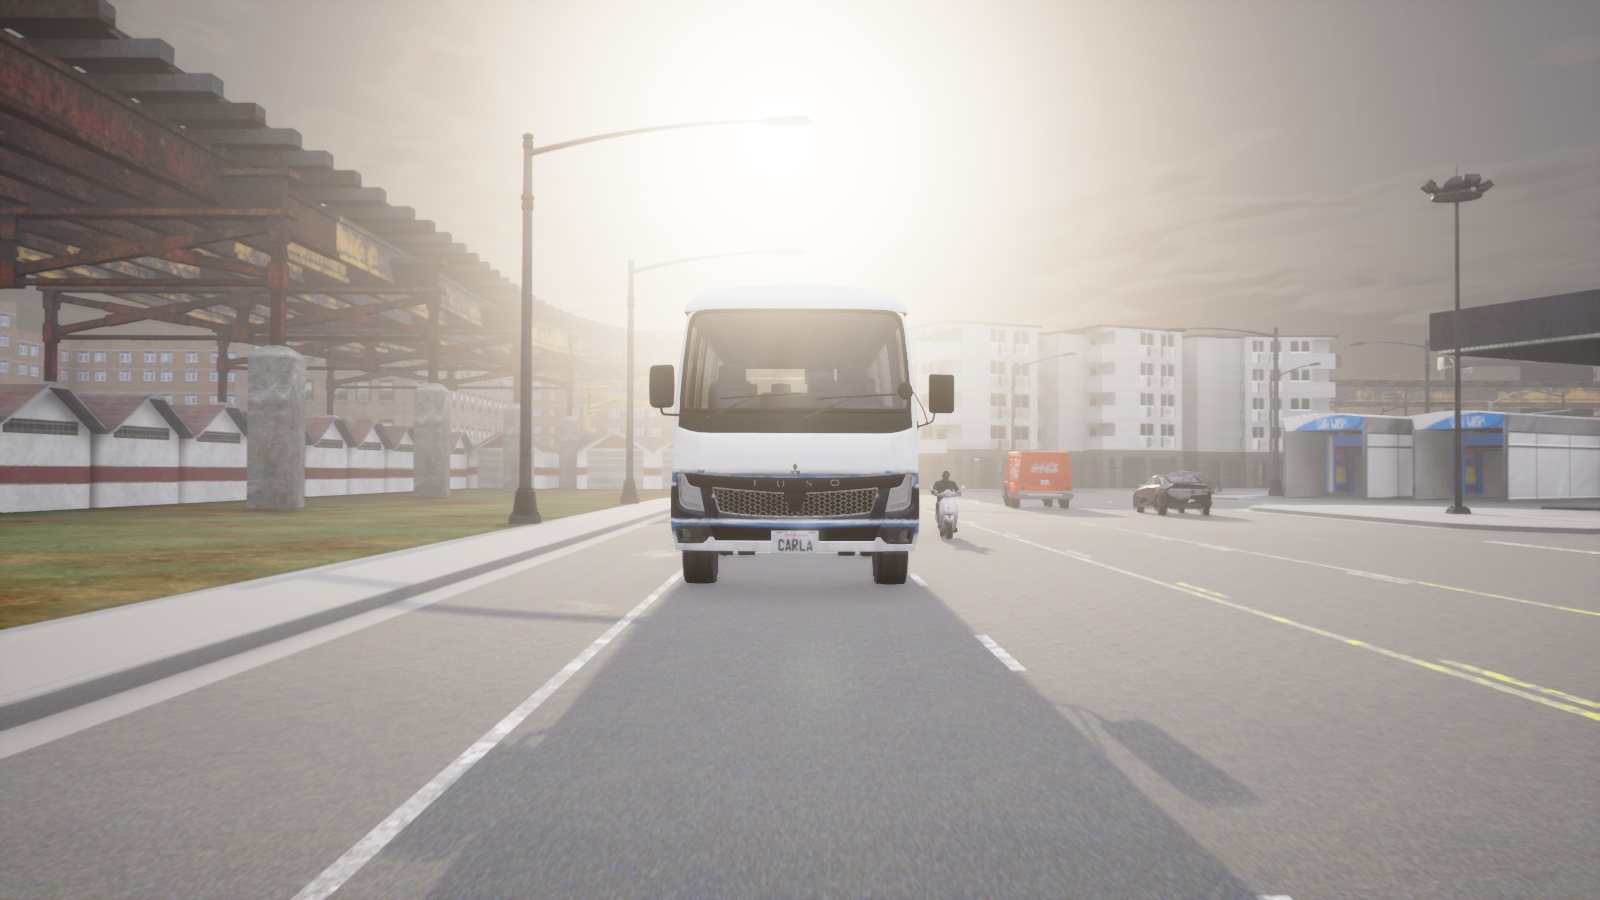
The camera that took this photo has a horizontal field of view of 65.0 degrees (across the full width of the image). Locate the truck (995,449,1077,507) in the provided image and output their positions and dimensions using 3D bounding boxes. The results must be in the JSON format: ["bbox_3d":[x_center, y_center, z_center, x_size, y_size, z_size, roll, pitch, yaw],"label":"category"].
[{"bbox_3d":[10.356,1.219,55.655,2.627,2.467,5.204,0,-1,0],"label":"truck"}]

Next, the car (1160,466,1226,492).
[{"bbox_3d":[28.121,2.067,89.899,4.553,1.767,2.097,0,-1,-33],"label":"car"}]

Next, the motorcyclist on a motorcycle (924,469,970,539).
[{"bbox_3d":[3.427,1.248,29.427,0.866,1.590,1.817,0,-1,0],"label":"motorcyclist on a motorcycle"}]

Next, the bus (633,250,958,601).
[{"bbox_3d":[-0.058,-0.220,20.410,3.944,4.253,10.273,0,-1,0],"label":"bus"}]

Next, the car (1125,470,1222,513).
[{"bbox_3d":[13.878,1.503,47.003,2.128,1.511,4.902,0,-1,0],"label":"car"}]
